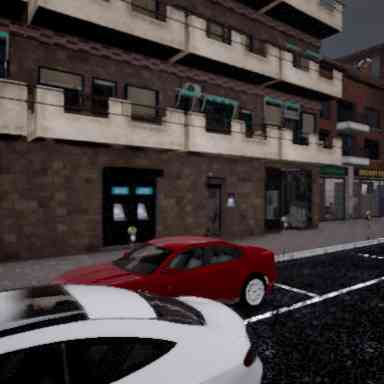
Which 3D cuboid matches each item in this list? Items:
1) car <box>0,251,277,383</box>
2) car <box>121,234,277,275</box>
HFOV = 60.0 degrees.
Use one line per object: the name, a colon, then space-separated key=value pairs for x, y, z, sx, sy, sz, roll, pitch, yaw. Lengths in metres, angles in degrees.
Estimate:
car: x=-1.502 y=1.526 z=2.296 sx=4.674 sy=1.442 sz=1.812 roll=0 pitch=0 yaw=-36
car: x=-0.316 y=1.545 z=6.332 sx=4.507 sy=1.381 sz=1.887 roll=0 pitch=0 yaw=-36
